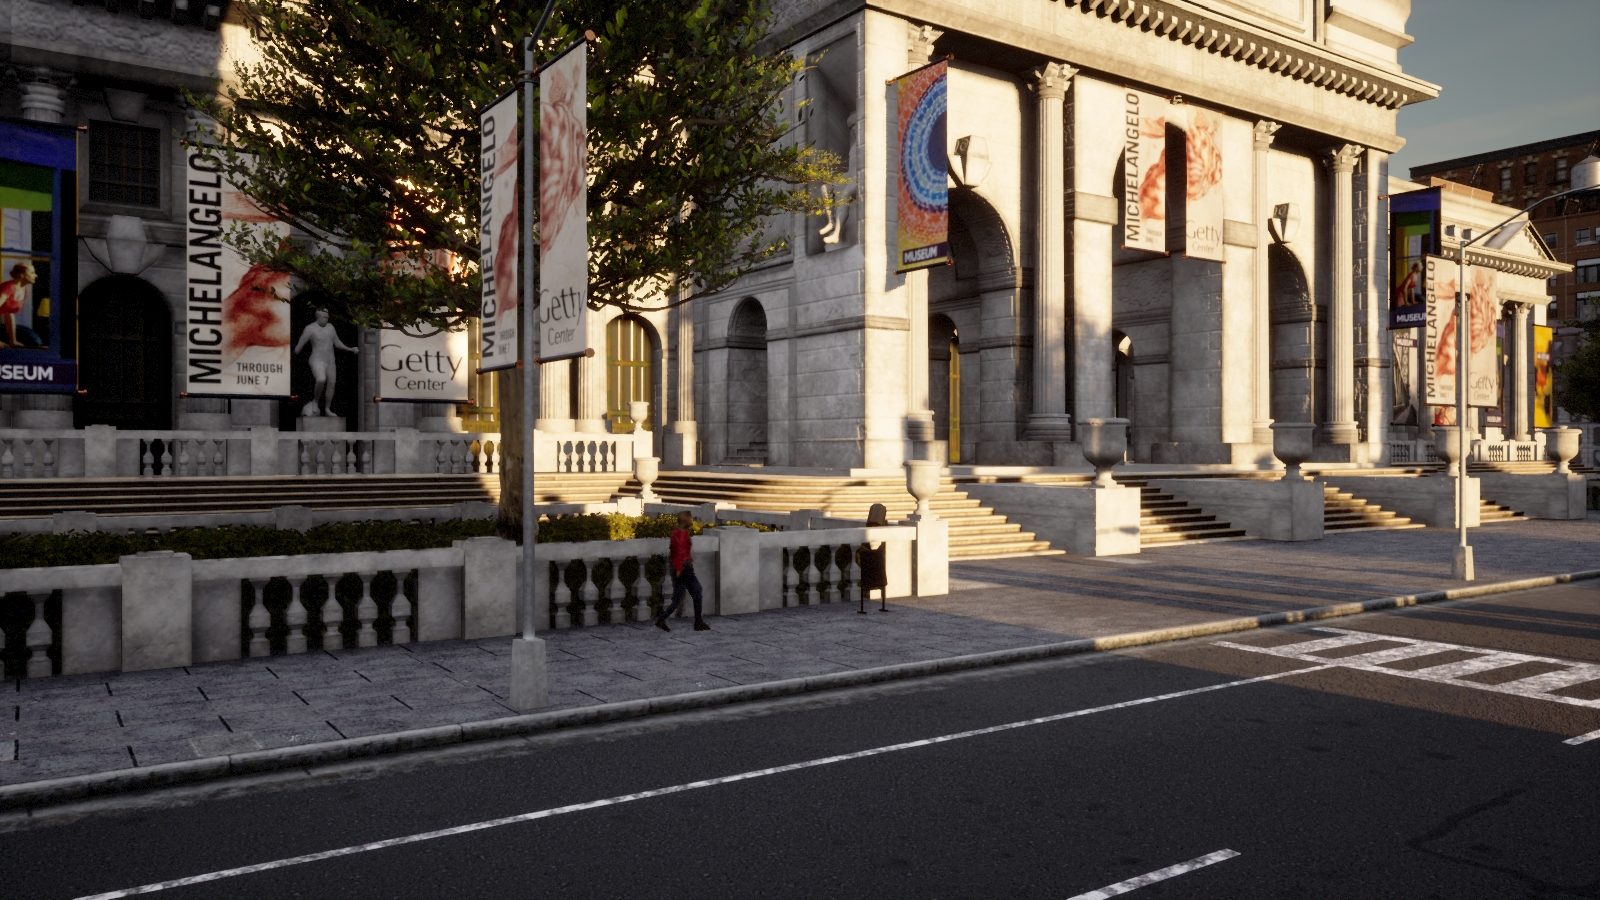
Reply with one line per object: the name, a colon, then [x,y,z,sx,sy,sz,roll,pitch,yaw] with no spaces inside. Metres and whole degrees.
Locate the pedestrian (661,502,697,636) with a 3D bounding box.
pedestrian: [-1.740,1.696,16.418,0.375,1.860,0.375,0,0,-33]
